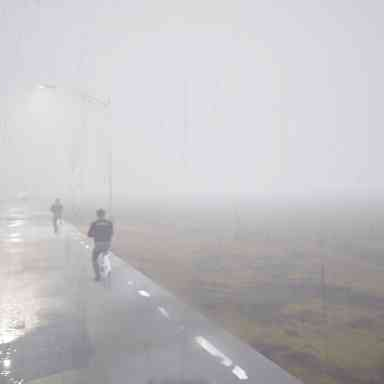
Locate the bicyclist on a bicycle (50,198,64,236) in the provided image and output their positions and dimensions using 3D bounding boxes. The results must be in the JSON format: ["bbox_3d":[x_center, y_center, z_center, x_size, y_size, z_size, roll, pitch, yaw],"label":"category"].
[{"bbox_3d":[-6.466,1.167,15.924,0.659,1.776,1.843,-1,2,-28],"label":"bicyclist on a bicycle"}]

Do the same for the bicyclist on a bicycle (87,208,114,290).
[{"bbox_3d":[-2.166,1.259,7.781,0.659,1.776,1.843,-1,1,-28],"label":"bicyclist on a bicycle"}]

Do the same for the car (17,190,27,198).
[{"bbox_3d":[-33.608,0.422,65.696,1.812,1.442,4.674,-1,2,-28],"label":"car"}]

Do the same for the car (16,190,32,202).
[{"bbox_3d":[-25.297,0.754,50.178,1.812,1.442,4.674,-1,2,-28],"label":"car"}]
